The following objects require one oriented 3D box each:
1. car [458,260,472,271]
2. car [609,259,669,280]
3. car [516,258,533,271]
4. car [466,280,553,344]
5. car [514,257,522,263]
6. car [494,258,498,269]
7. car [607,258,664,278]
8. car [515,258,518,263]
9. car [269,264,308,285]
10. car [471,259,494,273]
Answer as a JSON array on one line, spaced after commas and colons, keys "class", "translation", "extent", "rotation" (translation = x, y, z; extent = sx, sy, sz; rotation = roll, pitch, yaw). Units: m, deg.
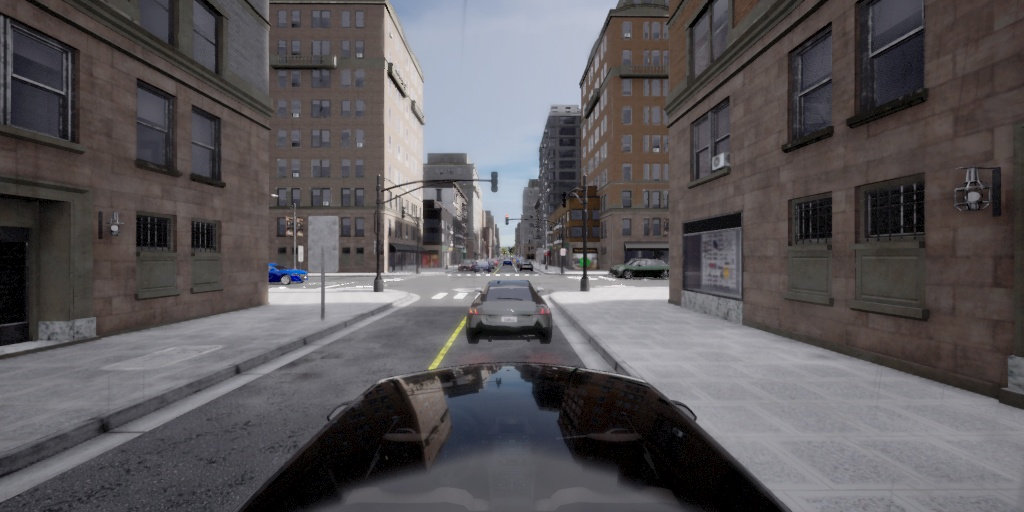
[{"class": "car", "translation": [-6.124, 1.236, 48.620], "extent": [1.967, 1.591, 4.097], "rotation": [0, 0, 0]}, {"class": "car", "translation": [10.760, 1.059, 29.991], "extent": [4.553, 1.767, 2.097], "rotation": [0, 0, -2]}, {"class": "car", "translation": [1.901, 1.362, 48.685], "extent": [1.948, 1.339, 4.313], "rotation": [0, 0, 0]}, {"class": "car", "translation": [-0.070, 1.315, 9.614], "extent": [1.994, 1.385, 4.181], "rotation": [0, 0, 0]}, {"class": "car", "translation": [1.766, 1.395, 65.217], "extent": [1.948, 1.339, 4.313], "rotation": [0, 0, 0]}, {"class": "car", "translation": [-3.638, 1.357, 55.903], "extent": [2.033, 1.411, 5.357], "rotation": [0, 0, -1]}, {"class": "car", "translation": [11.407, 1.063, 33.288], "extent": [4.553, 1.767, 2.097], "rotation": [0, 0, -1]}, {"class": "car", "translation": [1.811, 1.399, 59.707], "extent": [1.802, 1.307, 4.207], "rotation": [0, 0, 0]}, {"class": "car", "translation": [-17.583, 1.291, 26.197], "extent": [5.008, 1.535, 1.882], "rotation": [0, 0, 1]}, {"class": "car", "translation": [-3.574, 1.315, 44.668], "extent": [1.812, 1.442, 4.674], "rotation": [0, 0, 1]}]
